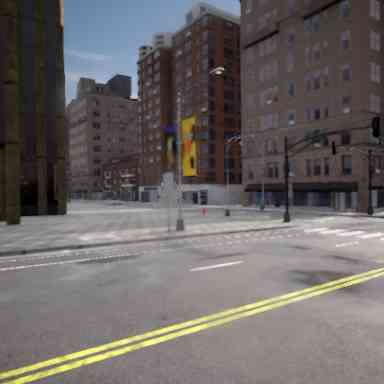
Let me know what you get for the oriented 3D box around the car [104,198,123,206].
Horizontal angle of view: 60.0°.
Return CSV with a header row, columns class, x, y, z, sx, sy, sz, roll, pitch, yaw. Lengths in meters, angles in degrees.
class,x,y,z,sx,sy,sz,roll,pitch,yaw
car,-14.391,1.819,60.986,1.895,1.301,4.718,-1,0,-35
